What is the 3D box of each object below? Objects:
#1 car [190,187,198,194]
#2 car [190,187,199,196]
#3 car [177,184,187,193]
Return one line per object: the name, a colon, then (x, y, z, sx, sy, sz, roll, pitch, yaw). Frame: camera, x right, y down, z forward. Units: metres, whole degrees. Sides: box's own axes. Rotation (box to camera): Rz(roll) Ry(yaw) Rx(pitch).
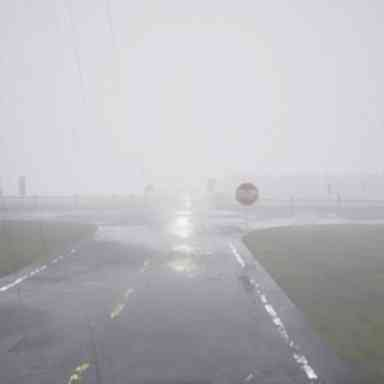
car: (0.524, -0.367, 81.705, 1.837, 1.490, 4.892, 0, 1, 0)
car: (0.460, 0.103, 71.738, 1.895, 1.301, 4.718, 0, 1, 0)
car: (-2.264, -0.734, 75.848, 2.150, 2.045, 5.566, 0, 1, 0)
